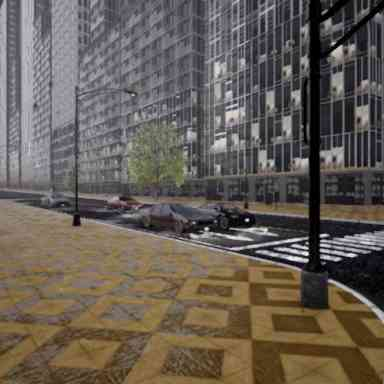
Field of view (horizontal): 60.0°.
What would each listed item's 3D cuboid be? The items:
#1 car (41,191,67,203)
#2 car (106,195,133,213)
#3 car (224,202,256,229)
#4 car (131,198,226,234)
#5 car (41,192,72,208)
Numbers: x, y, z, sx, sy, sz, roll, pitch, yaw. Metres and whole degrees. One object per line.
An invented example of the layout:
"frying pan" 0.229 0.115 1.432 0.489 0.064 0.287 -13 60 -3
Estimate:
"car" -19.417 0.658 46.765 2.033 1.411 5.357 0 1 -38
"car" -6.026 1.040 29.463 1.812 1.442 4.674 0 1 -38
"car" 1.751 1.309 19.544 1.994 1.385 4.181 0 1 -38
"car" -0.939 1.292 17.708 2.033 1.411 5.357 0 1 -38
"car" -14.301 0.895 34.783 2.033 1.411 5.357 0 1 -38
